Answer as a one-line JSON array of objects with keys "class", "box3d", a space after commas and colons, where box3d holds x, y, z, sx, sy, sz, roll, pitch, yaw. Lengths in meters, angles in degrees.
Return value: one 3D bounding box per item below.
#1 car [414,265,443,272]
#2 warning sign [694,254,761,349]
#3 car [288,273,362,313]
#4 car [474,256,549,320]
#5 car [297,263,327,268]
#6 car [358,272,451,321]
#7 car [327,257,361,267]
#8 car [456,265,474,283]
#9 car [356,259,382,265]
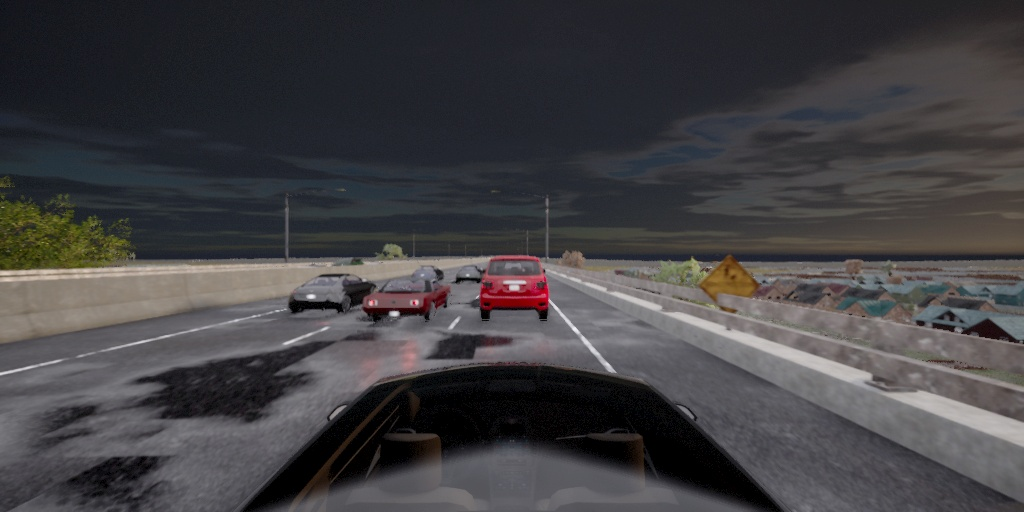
[{"class": "car", "box3d": [-6.916, 1.459, 29.800, 1.994, 1.385, 4.181, 0, 0, 0]}, {"class": "warning sign", "box3d": [4.549, 0.897, 7.559, 1.300, 1.860, 1.060, 0, 0, 0]}, {"class": "car", "box3d": [-6.916, 1.381, 14.367, 1.994, 1.385, 4.181, 0, 0, 0]}, {"class": "car", "box3d": [0.083, 1.031, 13.050, 2.150, 2.045, 5.566, 0, 0, 0]}, {"class": "car", "box3d": [-24.584, 1.567, 44.638, 1.895, 1.301, 4.718, 0, 0, 0]}, {"class": "car", "box3d": [-3.419, 1.409, 12.686, 1.895, 1.301, 4.718, 0, 0, 0]}, {"class": "car", "box3d": [-21.082, 1.198, 46.229, 2.150, 2.045, 5.566, 0, -1, 0]}, {"class": "car", "box3d": [-3.417, 1.458, 29.730, 1.994, 1.385, 4.181, 0, 0, 0]}, {"class": "car", "box3d": [-17.585, 1.496, 45.593, 1.812, 1.442, 4.674, 0, 0, 0]}]
